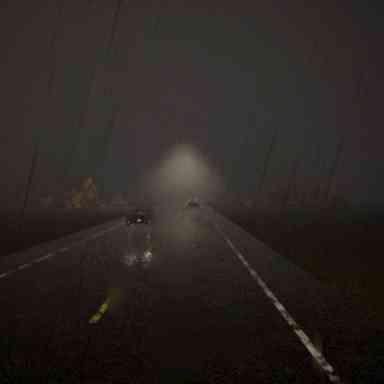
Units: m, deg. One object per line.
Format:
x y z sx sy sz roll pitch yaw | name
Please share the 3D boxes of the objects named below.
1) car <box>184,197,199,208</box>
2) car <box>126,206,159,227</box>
0.121 1.868 54.493 1.882 1.535 5.008 0 -1 0 | car
-3.589 1.740 24.530 1.994 1.385 4.181 0 0 0 | car
